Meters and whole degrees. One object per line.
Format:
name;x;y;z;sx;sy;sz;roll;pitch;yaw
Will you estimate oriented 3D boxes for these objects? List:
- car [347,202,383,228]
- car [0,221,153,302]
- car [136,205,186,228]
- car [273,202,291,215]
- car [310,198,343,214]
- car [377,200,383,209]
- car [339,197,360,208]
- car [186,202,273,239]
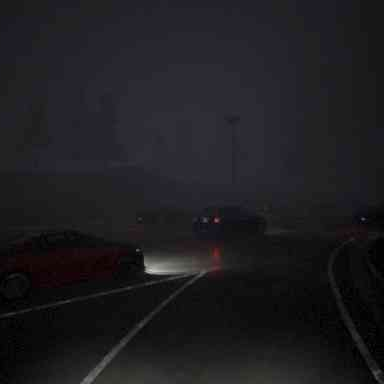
car;13.580;1.732;24.533;5.008;1.535;1.882;0;-1;-43
car;-3.326;1.639;8.627;4.181;1.385;1.994;1;-1;-43
car;-1.759;1.703;24.518;5.008;1.535;1.882;1;-1;-43
car;9.884;1.941;40.275;5.357;1.411;2.033;1;-1;-43
car;16.696;1.899;41.881;5.008;1.535;1.882;0;0;-43
car;34.996;2.163;59.101;5.357;1.411;2.033;1;-1;-43
car;26.281;1.792;55.707;5.566;2.045;2.150;0;0;-43
car;2.215;1.530;18.647;4.553;1.767;2.097;1;-1;-43
